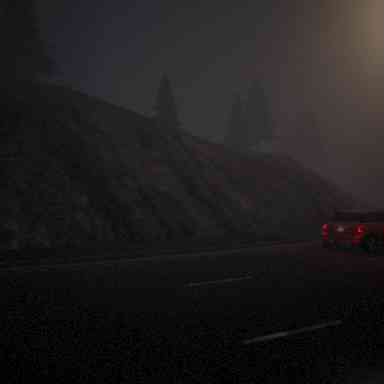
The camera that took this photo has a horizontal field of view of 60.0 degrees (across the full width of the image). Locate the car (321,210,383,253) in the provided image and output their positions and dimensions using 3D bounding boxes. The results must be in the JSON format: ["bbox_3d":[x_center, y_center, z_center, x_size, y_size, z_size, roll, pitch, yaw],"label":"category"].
[{"bbox_3d":[7.954,1.585,15.015,4.553,1.767,2.097,1,-1,-33],"label":"car"}]
